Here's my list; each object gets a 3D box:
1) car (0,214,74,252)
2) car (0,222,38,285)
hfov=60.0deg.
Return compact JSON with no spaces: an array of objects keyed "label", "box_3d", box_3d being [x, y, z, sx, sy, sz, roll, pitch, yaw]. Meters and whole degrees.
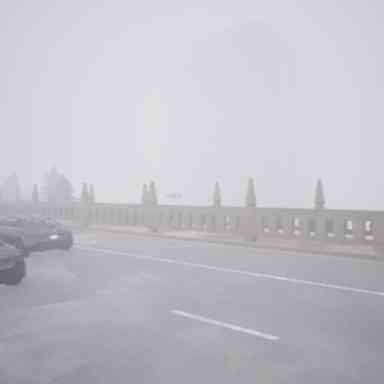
[{"label":"car","box_3d":[-6.520,1.565,12.943,4.181,1.385,1.994,0,0,36]},{"label":"car","box_3d":[-5.993,1.565,8.268,4.181,1.385,1.994,0,0,36]}]
